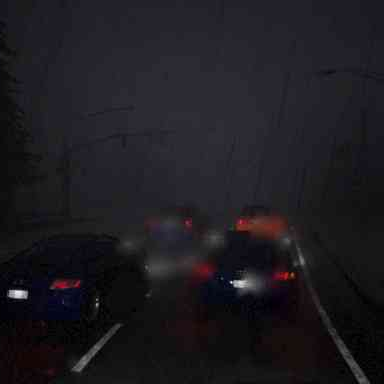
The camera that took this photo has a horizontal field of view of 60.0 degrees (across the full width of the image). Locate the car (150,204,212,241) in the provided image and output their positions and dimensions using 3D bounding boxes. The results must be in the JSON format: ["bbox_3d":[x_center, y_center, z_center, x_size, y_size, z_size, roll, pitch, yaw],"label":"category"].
[{"bbox_3d":[-0.393,1.352,15.563,2.097,1.767,4.553,0,0,14],"label":"car"}]

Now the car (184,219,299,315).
[{"bbox_3d":[1.325,1.564,7.708,1.994,1.385,4.181,0,0,13],"label":"car"}]

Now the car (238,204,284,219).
[{"bbox_3d":[3.352,1.352,16.106,2.097,1.767,4.553,0,0,14],"label":"car"}]

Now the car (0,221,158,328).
[{"bbox_3d":[-2.351,1.564,7.165,1.994,1.385,4.181,0,0,10],"label":"car"}]
